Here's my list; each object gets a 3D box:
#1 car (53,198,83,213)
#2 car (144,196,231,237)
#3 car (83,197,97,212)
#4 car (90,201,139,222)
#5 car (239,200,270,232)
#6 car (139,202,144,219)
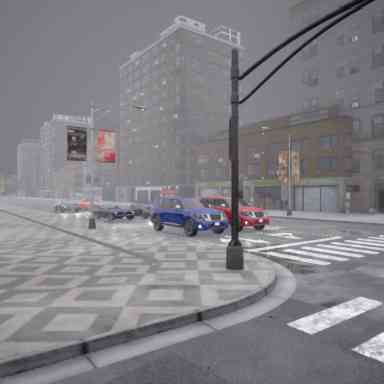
[{"bbox_3d":[-14.667,1.663,38.798,1.812,1.442,4.674,0,0,-37],"label":"car"},{"bbox_3d":[-0.347,1.277,19.089,2.150,2.045,5.566,0,0,-36],"label":"car"},{"bbox_3d":[-12.830,1.492,41.822,2.097,1.767,4.553,0,0,-36],"label":"car"},{"bbox_3d":[-6.489,1.696,27.525,1.895,1.301,4.718,0,0,-36],"label":"car"},{"bbox_3d":[2.266,1.277,21.021,2.150,2.045,5.566,0,0,-36],"label":"car"},{"bbox_3d":[-4.327,1.645,30.083,2.033,1.411,5.357,0,0,-36],"label":"car"}]
